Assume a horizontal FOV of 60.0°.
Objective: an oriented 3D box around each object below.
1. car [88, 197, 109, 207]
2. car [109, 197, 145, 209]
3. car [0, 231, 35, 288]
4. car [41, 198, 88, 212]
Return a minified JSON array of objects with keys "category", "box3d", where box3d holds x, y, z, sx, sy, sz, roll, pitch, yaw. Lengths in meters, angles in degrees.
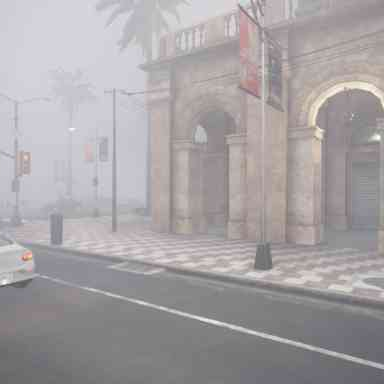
[{"category":"car","box3d":[-13.852,1.513,51.049,2.161,1.482,4.786,0,0,35]},{"category":"car","box3d":[-8.869,1.601,46.684,1.895,1.301,4.718,0,0,36]},{"category":"car","box3d":[-5.564,1.526,7.919,4.674,1.442,1.812,0,0,36]},{"category":"car","box3d":[-14.866,1.505,38.300,1.837,1.490,4.892,0,0,36]}]
